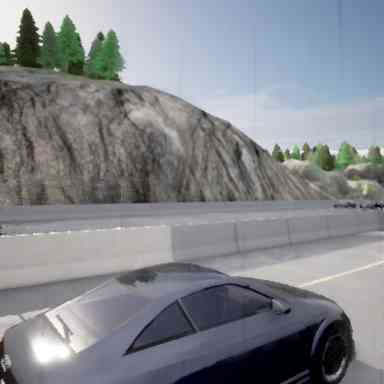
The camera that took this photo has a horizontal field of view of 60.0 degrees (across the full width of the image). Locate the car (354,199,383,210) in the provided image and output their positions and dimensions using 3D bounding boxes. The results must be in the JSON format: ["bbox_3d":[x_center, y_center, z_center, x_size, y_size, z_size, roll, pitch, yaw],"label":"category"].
[{"bbox_3d":[25.756,1.764,47.623,4.902,1.511,2.128,1,0,-39],"label":"car"}]

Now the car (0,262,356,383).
[{"bbox_3d":[0.085,1.576,3.923,4.181,1.385,1.994,1,0,-37],"label":"car"}]

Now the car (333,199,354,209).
[{"bbox_3d":[23.037,1.792,49.925,4.674,1.442,1.812,1,0,-39],"label":"car"}]
